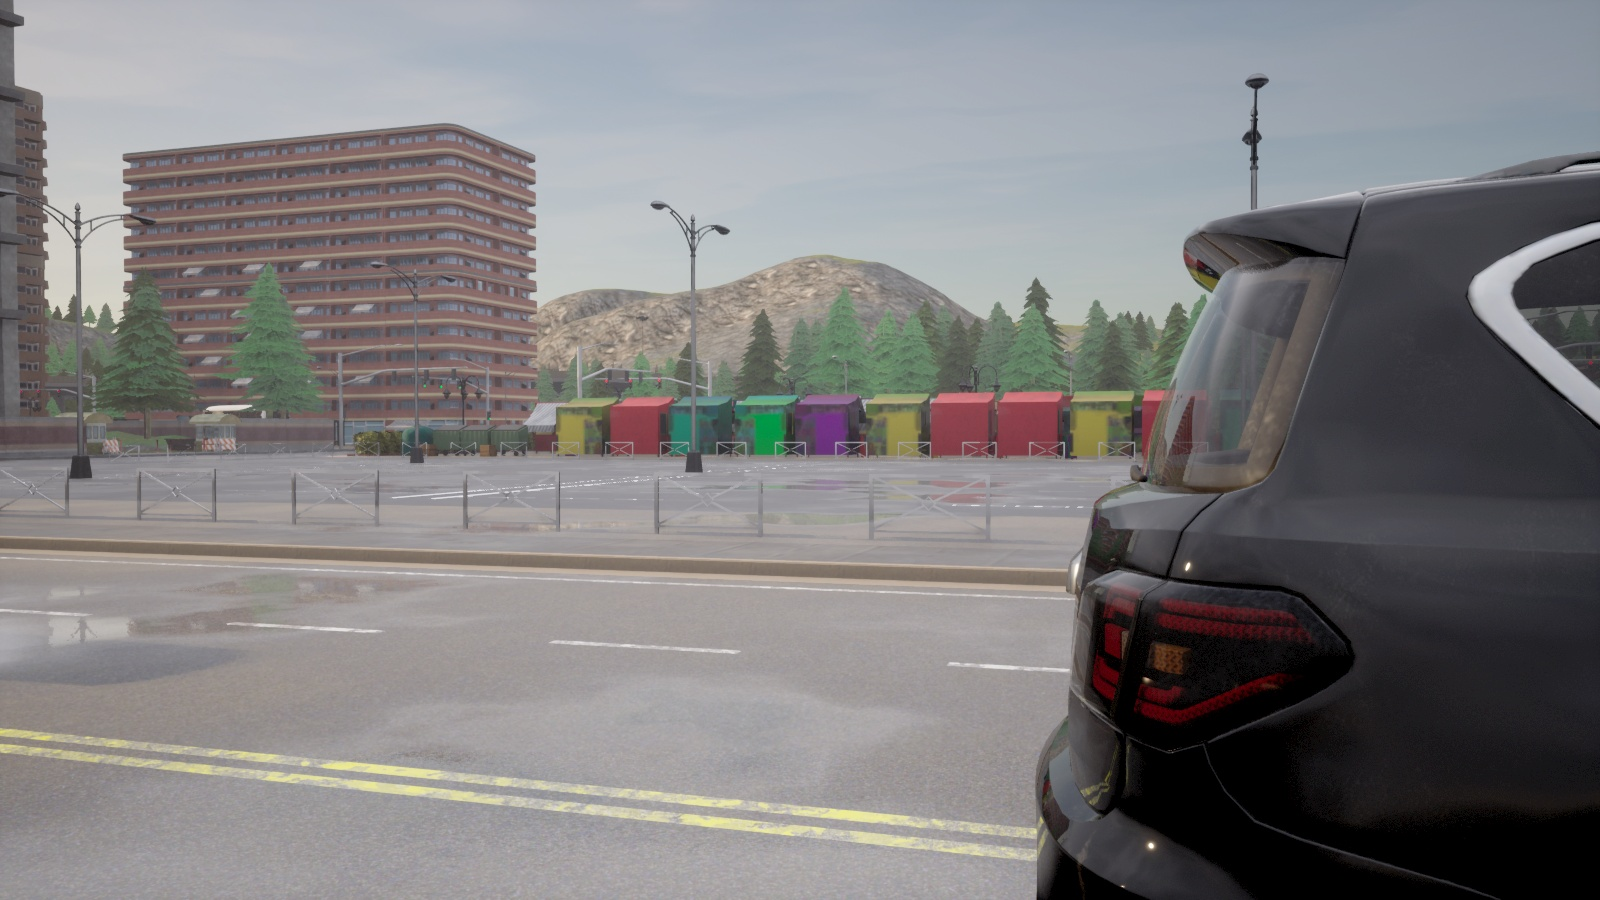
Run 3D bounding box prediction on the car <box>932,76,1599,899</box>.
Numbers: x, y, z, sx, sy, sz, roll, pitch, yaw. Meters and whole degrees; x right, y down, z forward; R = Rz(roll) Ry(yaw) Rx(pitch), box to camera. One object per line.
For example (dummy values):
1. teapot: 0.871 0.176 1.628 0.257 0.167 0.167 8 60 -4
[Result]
1. car: 3.190 0.524 2.115 5.566 2.045 2.150 1 1 19
